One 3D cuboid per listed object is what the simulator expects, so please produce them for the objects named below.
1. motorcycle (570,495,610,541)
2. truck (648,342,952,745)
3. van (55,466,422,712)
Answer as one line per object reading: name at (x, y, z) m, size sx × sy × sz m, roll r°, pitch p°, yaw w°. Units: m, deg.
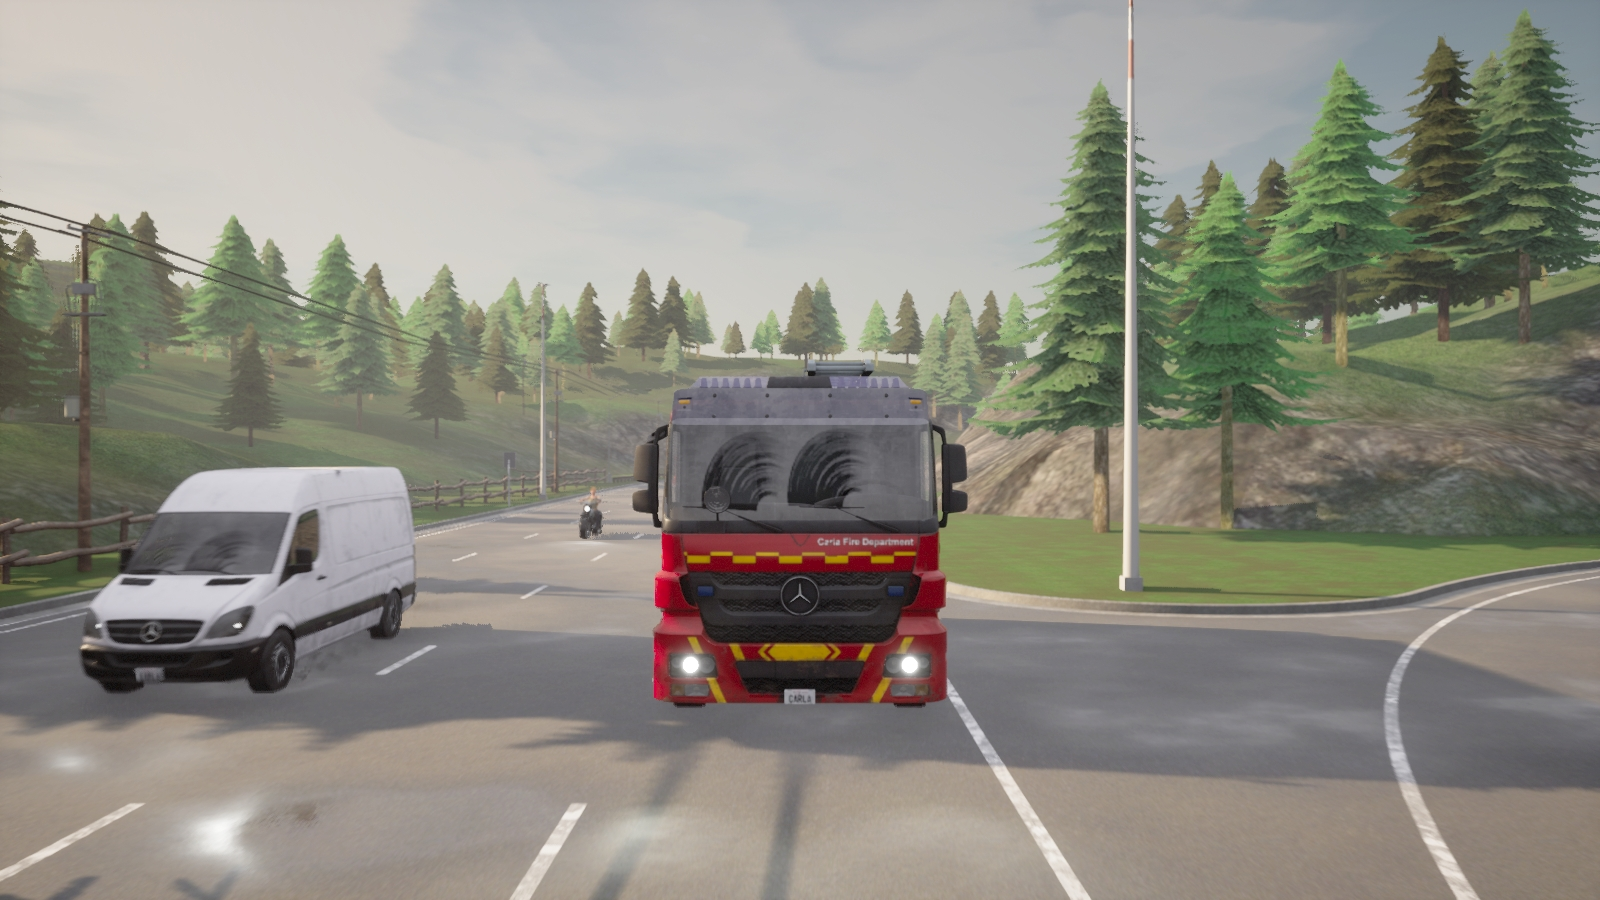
motorcycle at (-6.672, 2.155, 36.394) m, size 0.764 × 1.307 × 2.356 m, roll 1°, pitch 0°, yaw 2°
truck at (-0.002, 0.890, 15.090) m, size 2.891 × 3.827 × 8.468 m, roll 0°, pitch 0°, yaw 0°
van at (-7.001, 1.534, 15.213) m, size 1.988 × 2.561 × 5.915 m, roll 0°, pitch 0°, yaw 0°
